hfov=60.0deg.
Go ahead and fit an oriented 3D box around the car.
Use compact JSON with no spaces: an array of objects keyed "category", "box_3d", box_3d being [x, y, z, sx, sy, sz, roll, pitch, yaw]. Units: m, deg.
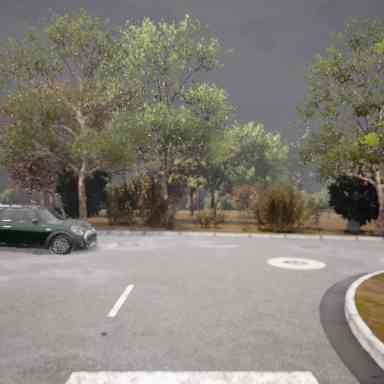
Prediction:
[{"category":"car","box_3d":[-6.067,1.321,12.924,4.553,1.767,2.097,3,0,0]}]
